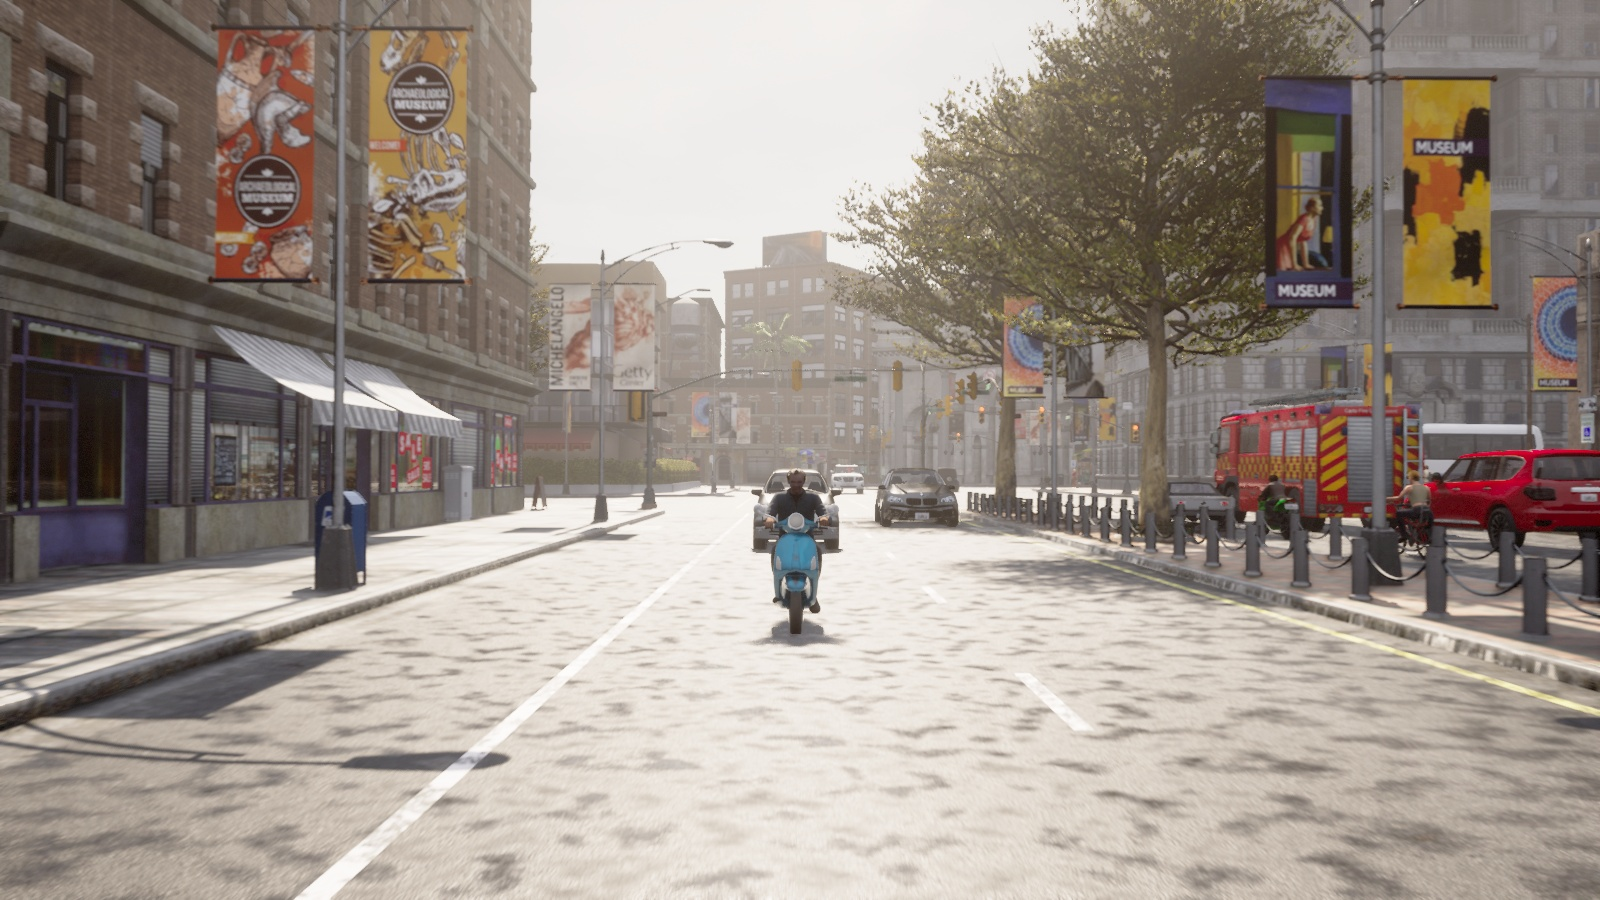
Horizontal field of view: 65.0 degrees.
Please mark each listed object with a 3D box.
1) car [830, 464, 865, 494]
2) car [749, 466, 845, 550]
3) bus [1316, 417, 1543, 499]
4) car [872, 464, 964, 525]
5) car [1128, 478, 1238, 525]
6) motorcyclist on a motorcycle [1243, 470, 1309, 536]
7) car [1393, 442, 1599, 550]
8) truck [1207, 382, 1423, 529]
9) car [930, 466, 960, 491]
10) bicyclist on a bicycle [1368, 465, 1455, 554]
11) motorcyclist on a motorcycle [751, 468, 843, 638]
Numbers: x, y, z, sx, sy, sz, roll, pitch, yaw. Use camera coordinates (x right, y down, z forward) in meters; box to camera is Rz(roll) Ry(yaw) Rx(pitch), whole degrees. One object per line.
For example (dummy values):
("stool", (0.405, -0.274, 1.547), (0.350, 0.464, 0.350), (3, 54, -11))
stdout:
("car", (3.283, 1.990, 87.763), (2.150, 2.045, 5.566), (0, -1, 0))
("car", (-0.065, 1.151, 26.185), (1.851, 1.617, 3.988), (0, -1, 0))
("bus", (33.834, 0.439, 67.876), (10.273, 4.253, 3.944), (0, -1, -1))
("car", (3.403, 1.267, 37.152), (2.242, 1.667, 4.611), (0, -1, 0))
("car", (11.337, 1.497, 37.492), (1.895, 1.301, 4.718), (0, -1, 1))
("motorcyclist on a motorcycle", (11.425, 1.257, 30.217), (0.797, 1.523, 2.044), (0, -1, 0))
("car", (14.935, 0.918, 26.524), (2.150, 2.045, 5.566), (0, -1, 0))
("truck", (14.904, 0.214, 37.234), (2.891, 3.827, 8.468), (0, -1, 0))
("car", (11.260, 2.199, 97.566), (1.905, 1.878, 3.866), (0, -1, 0))
("bicyclist on a bicycle", (11.447, 1.100, 23.559), (0.866, 1.612, 1.509), (0, -1, -1))
("motorcyclist on a motorcycle", (-0.032, 0.981, 12.726), (0.866, 1.590, 1.817), (0, -1, 0))
